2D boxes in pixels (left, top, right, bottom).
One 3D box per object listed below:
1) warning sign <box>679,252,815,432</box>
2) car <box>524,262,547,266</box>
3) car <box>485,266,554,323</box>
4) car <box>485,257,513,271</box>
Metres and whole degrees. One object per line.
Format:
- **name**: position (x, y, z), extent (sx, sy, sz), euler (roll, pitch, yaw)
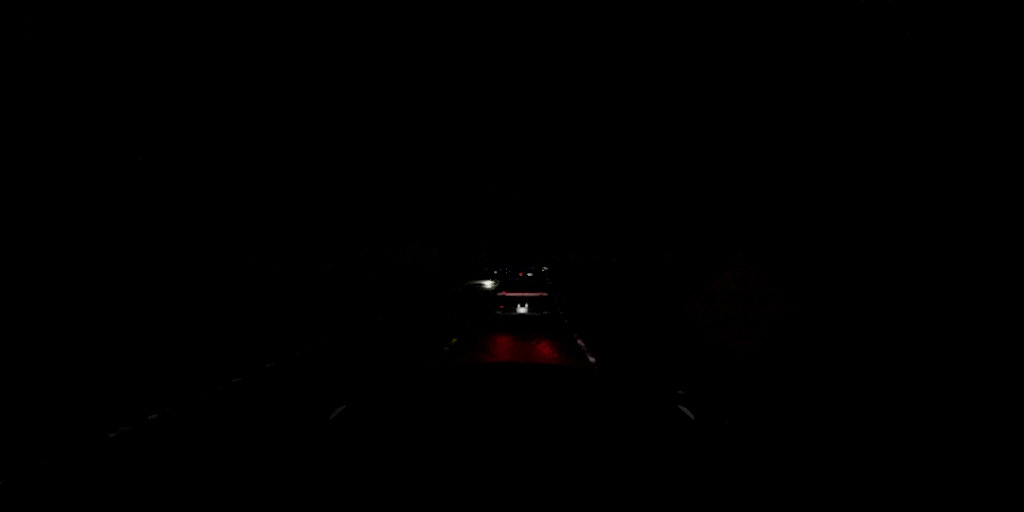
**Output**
- **warning sign**: position (2.663, 0.878, 4.221), extent (1.300, 1.860, 1.060), euler (0, 0, 1)
- **car**: position (1.543, 1.409, 28.885), extent (2.033, 1.411, 5.357), euler (0, 0, 6)
- **car**: position (0.389, 1.288, 12.379), extent (2.128, 1.511, 4.902), euler (0, 0, 2)
- **car**: position (-1.104, 1.105, 33.983), extent (2.150, 2.045, 5.566), euler (0, -1, 7)
